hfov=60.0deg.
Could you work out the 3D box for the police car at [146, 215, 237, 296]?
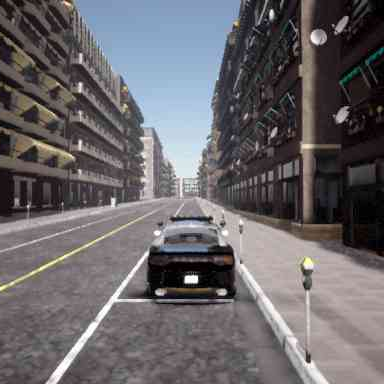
[{"bbox_3d":[-0.012,1.420,8.763,1.930,1.638,5.238,0,0,0],"label":"police car"}]
